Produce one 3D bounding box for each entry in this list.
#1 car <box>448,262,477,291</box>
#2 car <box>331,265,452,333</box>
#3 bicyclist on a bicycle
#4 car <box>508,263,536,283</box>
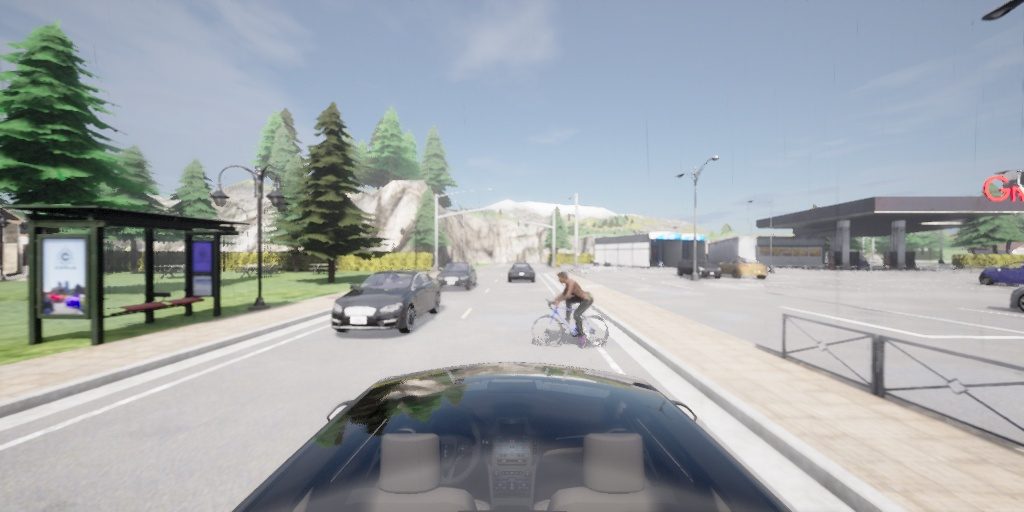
[{"bbox_3d":[-3.134,1.111,21.004,2.128,1.511,4.902,0,0,0],"label":"car"},{"bbox_3d":[-3.404,1.175,10.566,2.128,1.511,4.902,0,0,2],"label":"car"},{"bbox_3d":[1.242,1.150,7.670,1.656,1.620,0.582,0,0,1],"label":"bicyclist on a bicycle"},{"bbox_3d":[0.700,1.165,26.345,1.994,1.385,4.181,0,0,1],"label":"car"}]
